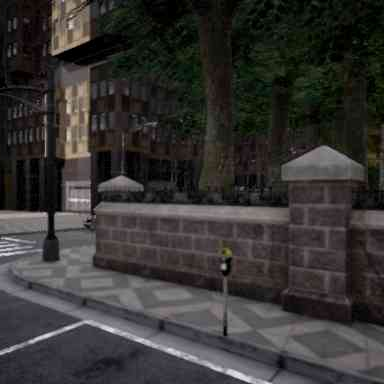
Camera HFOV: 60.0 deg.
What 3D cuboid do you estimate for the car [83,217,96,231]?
[{"bbox_3d":[-4.985,1.937,22.527,1.895,1.301,4.718,0,-1,33],"label":"car"}]
